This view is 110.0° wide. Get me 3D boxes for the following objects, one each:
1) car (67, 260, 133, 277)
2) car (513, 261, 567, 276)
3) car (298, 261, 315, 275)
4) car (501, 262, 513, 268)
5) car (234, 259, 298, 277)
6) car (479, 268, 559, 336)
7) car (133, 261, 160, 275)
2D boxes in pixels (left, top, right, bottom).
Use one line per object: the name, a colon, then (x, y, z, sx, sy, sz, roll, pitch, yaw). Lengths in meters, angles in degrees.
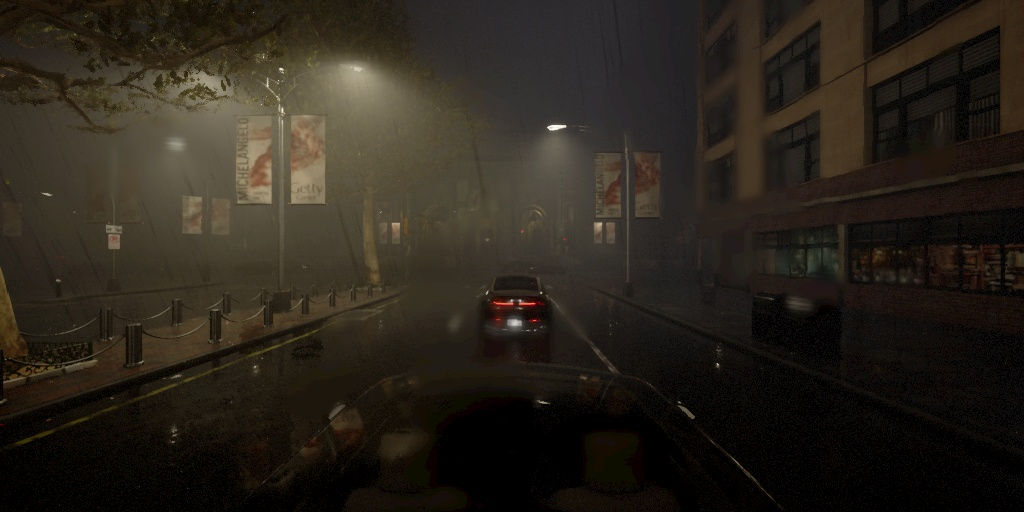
car: (-40.303, 1.314, 34.920, 4.181, 1.385, 1.994, 0, 0, 0)
car: (2.744, 1.241, 34.428, 4.902, 1.511, 2.128, 0, 0, 1)
car: (-23.576, 1.102, 38.245, 4.553, 1.767, 2.097, 0, 0, 1)
car: (1.218, 1.254, 37.944, 4.892, 1.490, 1.837, 0, 0, 1)
car: (-24.009, 1.227, 34.751, 5.008, 1.535, 1.882, 0, 0, 1)
car: (0.124, 1.255, 10.385, 1.837, 1.490, 4.892, 0, 0, 1)
car: (-40.762, 1.227, 38.426, 5.008, 1.535, 1.882, 0, 0, 0)
